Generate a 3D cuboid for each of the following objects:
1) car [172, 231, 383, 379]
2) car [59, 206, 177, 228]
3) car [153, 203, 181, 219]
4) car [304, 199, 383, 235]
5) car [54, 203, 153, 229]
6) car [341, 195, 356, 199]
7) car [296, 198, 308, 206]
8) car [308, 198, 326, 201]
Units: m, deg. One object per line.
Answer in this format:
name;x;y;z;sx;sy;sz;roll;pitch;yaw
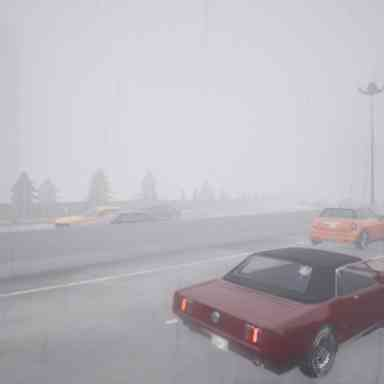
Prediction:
car;2.096;1.614;5.564;4.718;1.301;1.895;0;0;-38
car;-3.228;1.579;15.025;4.674;1.442;1.812;0;0;-40
car;-2.956;1.586;24.642;4.892;1.490;1.837;0;0;-44
car;7.172;1.382;14.762;4.553;1.767;2.097;0;0;-43
car;-4.876;1.544;18.211;5.008;1.535;1.882;0;0;-41
car;21.215;1.597;45.912;1.837;1.490;4.892;0;0;27
car;19.429;1.695;57.823;1.994;1.385;4.181;0;0;27
car;19.091;1.655;49.419;2.033;1.411;5.357;0;0;27
